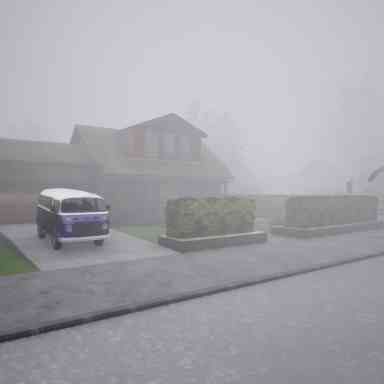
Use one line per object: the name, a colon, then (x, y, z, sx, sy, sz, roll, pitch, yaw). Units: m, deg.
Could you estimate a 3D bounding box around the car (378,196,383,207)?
car: (24.583, 0.986, 41.404, 3.866, 1.878, 1.905, 0, 0, -1)
